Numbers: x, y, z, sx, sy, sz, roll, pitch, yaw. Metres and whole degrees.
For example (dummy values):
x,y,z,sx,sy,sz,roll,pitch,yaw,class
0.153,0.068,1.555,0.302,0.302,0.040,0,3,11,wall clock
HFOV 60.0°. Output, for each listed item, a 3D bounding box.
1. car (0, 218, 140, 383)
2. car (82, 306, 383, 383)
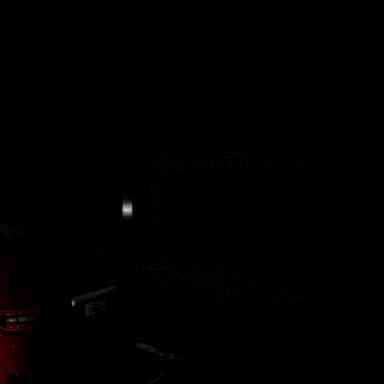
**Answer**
x,y,z,sx,sy,sz,roll,pitch,yaw,class
-2.970,1.315,4.939,5.009,1.841,2.192,0,0,36,car
1.515,1.582,1.724,4.206,1.307,1.802,0,0,36,car
